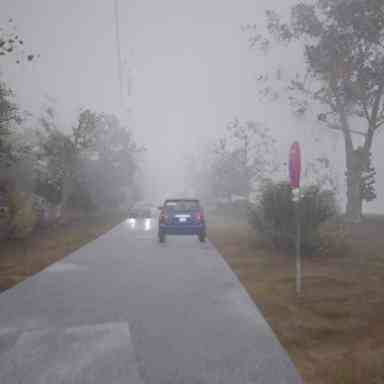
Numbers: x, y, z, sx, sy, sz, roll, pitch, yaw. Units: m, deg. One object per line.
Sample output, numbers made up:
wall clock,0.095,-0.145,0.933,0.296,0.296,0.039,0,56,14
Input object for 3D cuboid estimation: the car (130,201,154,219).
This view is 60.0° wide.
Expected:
car,-4.913,1.747,32.509,1.837,1.490,4.892,0,-1,-6

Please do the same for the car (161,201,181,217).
car,-2.281,1.770,35.510,1.882,1.535,5.008,0,-1,-6

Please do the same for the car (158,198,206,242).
car,-0.558,1.303,17.001,2.150,2.045,5.566,0,0,-3
